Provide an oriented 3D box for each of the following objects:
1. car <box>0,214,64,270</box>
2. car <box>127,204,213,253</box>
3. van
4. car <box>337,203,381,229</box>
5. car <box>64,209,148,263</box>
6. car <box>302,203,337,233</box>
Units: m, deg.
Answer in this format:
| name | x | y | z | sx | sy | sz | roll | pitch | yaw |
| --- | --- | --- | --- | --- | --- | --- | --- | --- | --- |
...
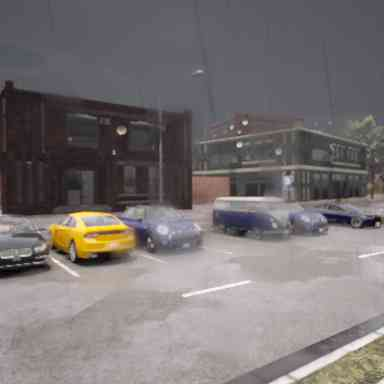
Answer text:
| name | x | y | z | sx | sy | sz | roll | pitch | yaw |
| --- | --- | --- | --- | --- | --- | --- | --- | --- | --- |
| car | -5.999 | 1.485 | 10.688 | 2.231 | 1.521 | 4.892 | 0 | 0 | -36 |
| car | -1.489 | 1.359 | 13.937 | 2.185 | 1.767 | 4.553 | 0 | 0 | -36 |
| van | 3.022 | 1.255 | 16.975 | 1.878 | 1.987 | 4.442 | 0 | 0 | -36 |
| car | 9.763 | 1.470 | 21.893 | 2.163 | 1.488 | 4.792 | 0 | 0 | -36 |
| car | -3.831 | 1.484 | 12.221 | 2.097 | 1.535 | 5.008 | 0 | 0 | -36 |
| car | 5.303 | 1.344 | 18.785 | 2.185 | 1.767 | 4.553 | 0 | 0 | -36 |
